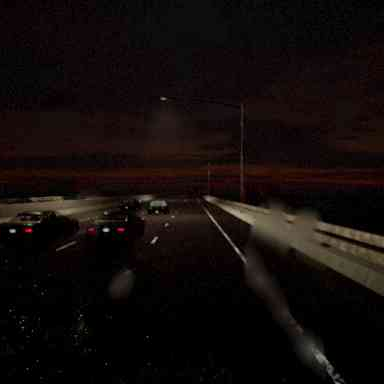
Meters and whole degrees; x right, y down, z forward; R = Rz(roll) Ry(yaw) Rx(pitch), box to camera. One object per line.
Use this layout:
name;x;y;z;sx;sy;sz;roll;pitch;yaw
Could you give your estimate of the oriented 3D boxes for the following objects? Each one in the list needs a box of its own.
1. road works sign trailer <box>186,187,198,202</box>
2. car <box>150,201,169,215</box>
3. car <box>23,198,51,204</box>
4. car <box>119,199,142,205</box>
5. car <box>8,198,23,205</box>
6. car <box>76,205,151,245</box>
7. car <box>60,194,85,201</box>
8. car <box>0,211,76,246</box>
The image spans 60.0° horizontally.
road works sign trailer;-0.003;0.489;75.246;2.380;3.560;2.880;0;0;0
car;-3.402;1.626;34.557;1.895;1.301;4.718;0;0;0
car;-21.076;1.631;46.353;1.895;1.301;4.718;0;0;0
car;-6.901;1.504;37.654;1.882;1.535;5.008;0;0;0
car;-24.562;1.578;48.313;2.033;1.411;5.357;0;0;0
car;-3.401;1.561;15.648;2.033;1.411;5.357;0;0;0
car;-17.570;1.254;49.098;2.150;2.045;5.566;0;0;0
car;-6.901;1.561;15.321;2.033;1.411;5.357;0;0;0
